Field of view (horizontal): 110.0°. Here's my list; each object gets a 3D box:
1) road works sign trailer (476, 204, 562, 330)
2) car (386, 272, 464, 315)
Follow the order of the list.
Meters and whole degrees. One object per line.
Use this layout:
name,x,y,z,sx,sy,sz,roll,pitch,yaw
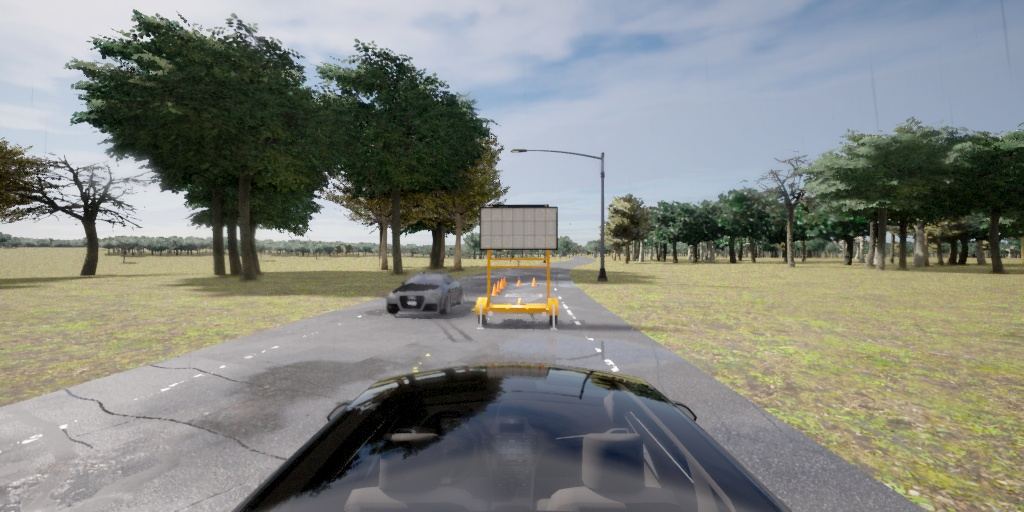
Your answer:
road works sign trailer,0.208,0.215,11.139,2.380,3.560,2.880,0,0,3
car,-3.073,1.313,13.380,1.994,1.385,4.181,0,0,3
